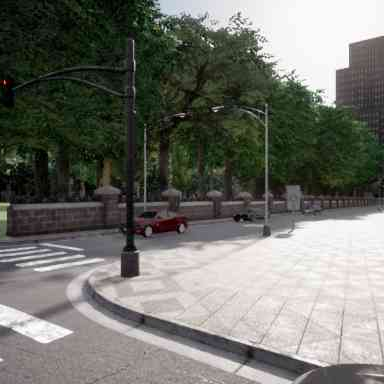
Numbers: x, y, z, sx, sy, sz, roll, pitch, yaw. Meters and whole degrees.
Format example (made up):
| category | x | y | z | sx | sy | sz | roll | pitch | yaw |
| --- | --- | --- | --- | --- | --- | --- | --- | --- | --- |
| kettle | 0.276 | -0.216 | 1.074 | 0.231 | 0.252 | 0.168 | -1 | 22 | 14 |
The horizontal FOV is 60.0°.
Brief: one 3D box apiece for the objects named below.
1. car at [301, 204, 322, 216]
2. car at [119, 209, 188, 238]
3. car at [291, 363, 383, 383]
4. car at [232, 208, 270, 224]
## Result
| category | x | y | z | sx | sy | sz | roll | pitch | yaw |
| --- | --- | --- | --- | --- | --- | --- | --- | --- | --- |
| car | 17.091 | 2.533 | 47.399 | 2.128 | 1.511 | 4.902 | 0 | -1 | 35 |
| car | -2.213 | 1.820 | 20.275 | 1.882 | 1.535 | 5.008 | 0 | -1 | 35 |
| car | 2.389 | 1.551 | 1.258 | 4.403 | 1.369 | 2.008 | 0 | 0 | 36 |
| car | 5.664 | 2.224 | 31.403 | 1.895 | 1.301 | 4.718 | 0 | -1 | 35 |
